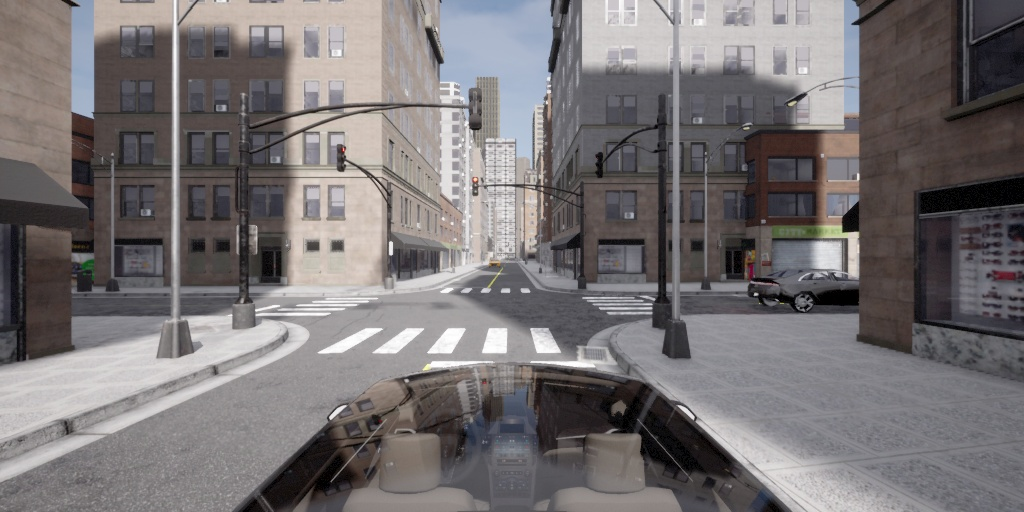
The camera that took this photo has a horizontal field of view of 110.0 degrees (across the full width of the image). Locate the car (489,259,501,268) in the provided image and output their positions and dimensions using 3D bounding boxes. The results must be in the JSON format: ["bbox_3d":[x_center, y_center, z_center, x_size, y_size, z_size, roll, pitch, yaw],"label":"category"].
[{"bbox_3d":[-2.998,1.207,62.908,1.882,1.535,5.008,0,0,0],"label":"car"}]

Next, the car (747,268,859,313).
[{"bbox_3d":[11.427,1.209,13.225,4.902,1.511,2.128,0,0,0],"label":"car"}]
